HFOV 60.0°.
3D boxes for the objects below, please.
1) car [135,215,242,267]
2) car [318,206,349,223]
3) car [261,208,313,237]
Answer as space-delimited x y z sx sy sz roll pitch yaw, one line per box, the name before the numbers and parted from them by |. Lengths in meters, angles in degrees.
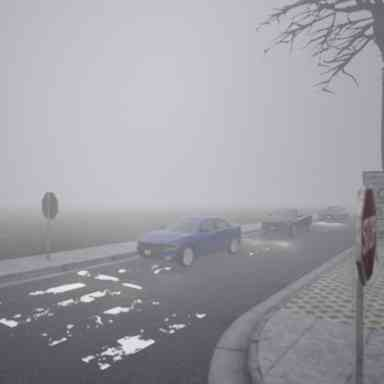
car | 0.066 1.644 12.403 1.882 1.535 5.008 0 -1 36
car | 12.920 2.015 30.341 1.994 1.385 4.181 0 -1 35
car | 5.974 1.775 20.644 1.882 1.535 5.008 0 -1 36
